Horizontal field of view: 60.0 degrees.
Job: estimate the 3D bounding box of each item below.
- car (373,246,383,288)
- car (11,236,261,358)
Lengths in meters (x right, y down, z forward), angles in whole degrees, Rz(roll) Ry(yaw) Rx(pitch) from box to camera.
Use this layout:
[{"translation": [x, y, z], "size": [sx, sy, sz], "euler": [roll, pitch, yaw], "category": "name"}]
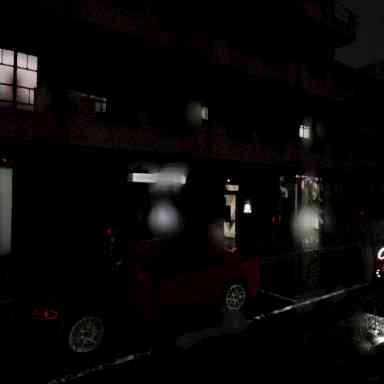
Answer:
[{"translation": [6.274, 1.355, 7.874], "size": [4.553, 1.767, 2.097], "euler": [0, 0, -36], "category": "car"}, {"translation": [-0.725, 1.546, 6.030], "size": [4.507, 1.381, 1.887], "euler": [0, 1, -36], "category": "car"}]
